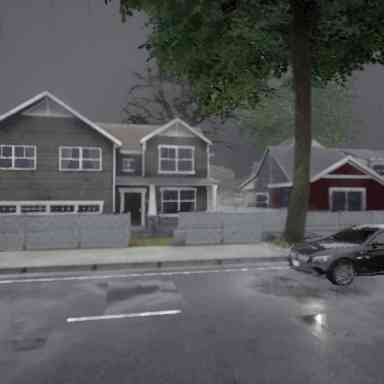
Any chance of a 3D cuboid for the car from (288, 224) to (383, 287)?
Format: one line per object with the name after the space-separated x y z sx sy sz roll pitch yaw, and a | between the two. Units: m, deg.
5.083 1.665 9.491 4.674 1.442 1.812 0 -1 -13 | car
